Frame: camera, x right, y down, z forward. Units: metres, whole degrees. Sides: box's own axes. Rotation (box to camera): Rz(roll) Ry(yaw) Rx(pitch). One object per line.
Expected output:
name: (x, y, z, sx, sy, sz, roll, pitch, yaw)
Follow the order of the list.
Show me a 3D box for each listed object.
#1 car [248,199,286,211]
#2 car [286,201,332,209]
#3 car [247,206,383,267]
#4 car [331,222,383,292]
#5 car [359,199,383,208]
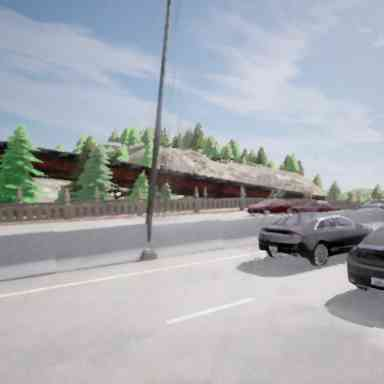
car: (7.322, 1.389, 30.888, 5.008, 1.535, 1.882, 0, 0, -36)
car: (10.705, 1.482, 29.009, 4.718, 1.301, 1.895, -1, 0, -36)
car: (4.357, 1.445, 11.231, 4.902, 1.511, 2.128, -1, 0, -36)
car: (5.527, 1.449, 7.757, 4.892, 1.490, 1.837, -1, 0, -36)
car: (16.134, 1.355, 28.588, 4.902, 1.511, 2.128, 1, -1, -35)
